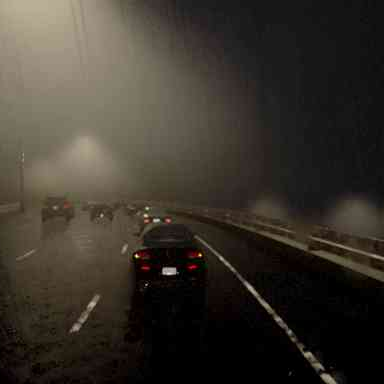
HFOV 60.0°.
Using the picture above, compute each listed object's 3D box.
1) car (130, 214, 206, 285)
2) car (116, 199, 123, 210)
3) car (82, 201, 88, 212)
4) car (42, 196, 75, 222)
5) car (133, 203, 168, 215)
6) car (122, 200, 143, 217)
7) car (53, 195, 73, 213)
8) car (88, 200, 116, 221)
[{"bbox_3d":[-0.721,1.580,9.584,1.812,1.442,4.674,0,0,-6],"label":"car"},{"bbox_3d":[-9.812,1.761,44.502,1.837,1.490,4.892,0,-1,-23],"label":"car"},{"bbox_3d":[-13.250,1.820,43.606,1.994,1.385,4.181,0,0,-23],"label":"car"},{"bbox_3d":[-11.298,1.384,28.352,2.150,2.045,5.566,0,-1,-15],"label":"car"},{"bbox_3d":[-2.439,1.668,21.119,2.033,1.411,5.357,0,0,-12],"label":"car"},{"bbox_3d":[-5.573,1.718,33.399,1.812,1.442,4.674,0,-1,-17],"label":"car"},{"bbox_3d":[-16.612,1.475,42.665,2.150,2.045,5.566,0,-1,-24],"label":"car"},{"bbox_3d":[-8.042,1.679,29.525,1.837,1.490,4.892,0,0,-16],"label":"car"}]
